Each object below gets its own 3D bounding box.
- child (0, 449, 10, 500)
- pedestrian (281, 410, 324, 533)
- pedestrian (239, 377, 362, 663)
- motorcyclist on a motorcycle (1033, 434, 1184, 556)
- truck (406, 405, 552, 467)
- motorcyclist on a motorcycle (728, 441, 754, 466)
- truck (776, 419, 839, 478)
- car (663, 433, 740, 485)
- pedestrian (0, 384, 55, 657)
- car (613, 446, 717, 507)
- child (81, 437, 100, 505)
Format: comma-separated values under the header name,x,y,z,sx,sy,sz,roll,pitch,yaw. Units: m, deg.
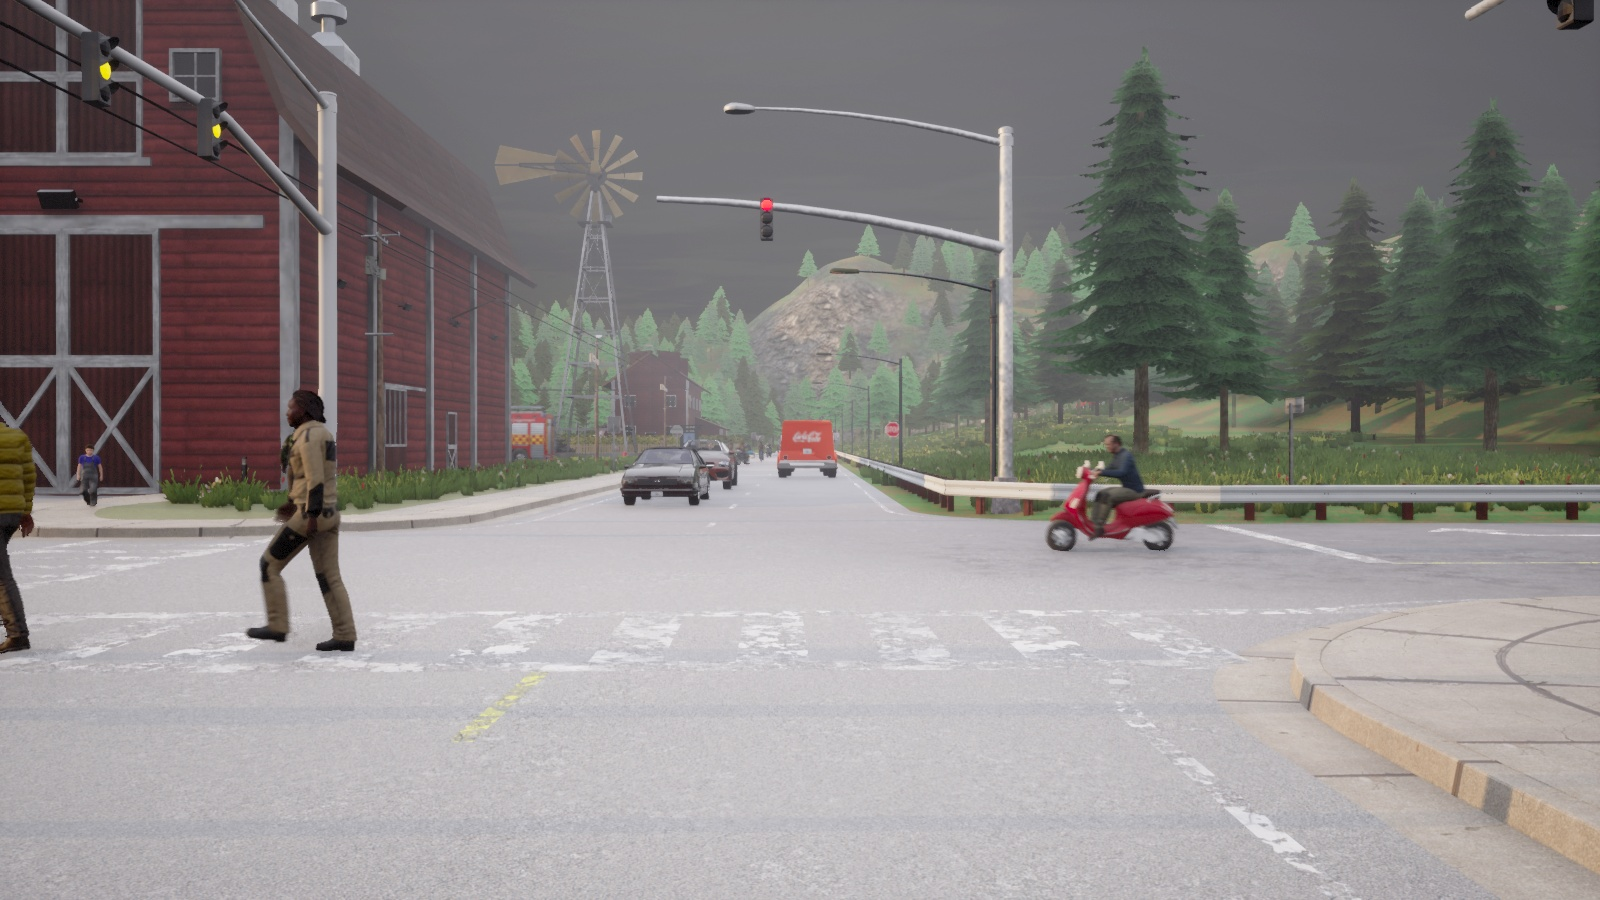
name,x,y,z,sx,sy,sz,roll,pitch,yaw
child,-18.392,0.566,28.710,0.473,1.160,0.299,0,0,-6
pedestrian,-7.966,0.340,20.135,0.395,1.930,0.692,0,0,2
pedestrian,-3.439,0.475,8.679,0.692,1.930,0.396,0,0,-1
motorcyclist on a motorcycle,4.145,0.589,16.952,1.817,1.590,0.866,0,0,-1
truck,-20.262,-0.883,79.562,8.468,3.827,2.891,0,0,0
motorcyclist on a motorcycle,-3.935,0.220,83.885,0.766,1.649,2.350,-1,0,21
truck,0.321,-0.055,55.214,2.627,2.467,5.204,0,0,0
car,-3.251,0.283,42.350,2.152,1.651,5.027,0,0,0
pedestrian,-5.614,0.472,8.711,0.726,1.835,0.370,0,0,17
car,-3.308,0.611,31.870,2.033,1.411,5.357,0,0,0
child,-13.478,0.393,23.868,0.270,1.263,0.437,0,0,-24
